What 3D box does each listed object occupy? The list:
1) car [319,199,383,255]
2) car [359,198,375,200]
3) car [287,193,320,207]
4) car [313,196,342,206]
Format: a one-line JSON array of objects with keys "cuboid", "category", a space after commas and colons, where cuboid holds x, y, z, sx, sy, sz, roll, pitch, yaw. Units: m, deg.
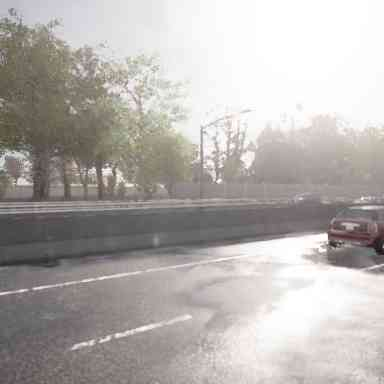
[{"cuboid": [7.522, 1.334, 13.426, 4.553, 1.767, 2.097, 0, 0, -35], "category": "car"}, {"cuboid": [21.355, 1.452, 40.716, 4.902, 1.511, 2.128, 0, 0, -35], "category": "car"}, {"cuboid": [15.220, 1.180, 44.838, 5.566, 2.045, 2.150, 0, 0, -36], "category": "car"}, {"cuboid": [18.168, 1.561, 42.747, 4.718, 1.301, 1.895, 0, 0, -35], "category": "car"}]
